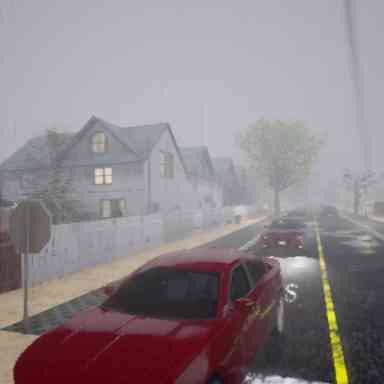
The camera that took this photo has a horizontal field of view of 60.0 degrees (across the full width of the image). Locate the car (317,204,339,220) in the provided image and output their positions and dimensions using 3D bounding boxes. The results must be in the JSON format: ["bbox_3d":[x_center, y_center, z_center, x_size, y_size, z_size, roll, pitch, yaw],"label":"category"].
[{"bbox_3d":[15.245,2.271,37.032,1.837,1.490,4.892,-2,-2,19],"label":"car"}]

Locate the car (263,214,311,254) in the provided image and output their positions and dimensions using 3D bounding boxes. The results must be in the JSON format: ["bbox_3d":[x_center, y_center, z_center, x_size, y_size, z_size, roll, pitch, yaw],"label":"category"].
[{"bbox_3d":[4.352,1.937,15.394,1.994,1.385,4.181,-2,-2,20],"label":"car"}]

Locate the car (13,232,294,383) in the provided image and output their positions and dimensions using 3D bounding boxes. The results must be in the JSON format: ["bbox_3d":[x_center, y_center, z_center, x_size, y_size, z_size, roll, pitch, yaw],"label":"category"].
[{"bbox_3d":[0.023,1.635,4.701,1.882,1.535,5.008,-2,-2,25],"label":"car"}]

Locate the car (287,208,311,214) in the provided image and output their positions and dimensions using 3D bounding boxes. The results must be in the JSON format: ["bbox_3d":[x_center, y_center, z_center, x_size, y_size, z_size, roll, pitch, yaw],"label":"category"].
[{"bbox_3d":[8.205,2.151,26.060,2.033,1.411,5.357,-2,-2,20],"label":"car"}]

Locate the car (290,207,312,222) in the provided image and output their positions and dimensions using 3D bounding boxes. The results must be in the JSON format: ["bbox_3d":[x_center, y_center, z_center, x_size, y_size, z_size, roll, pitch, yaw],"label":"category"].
[{"bbox_3d":[11.753,2.378,35.773,1.994,1.385,4.181,-2,-2,20],"label":"car"}]

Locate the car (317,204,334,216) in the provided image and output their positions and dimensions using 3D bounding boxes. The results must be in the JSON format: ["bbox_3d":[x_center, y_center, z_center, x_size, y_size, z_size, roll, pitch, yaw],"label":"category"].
[{"bbox_3d":[18.764,2.477,46.926,2.128,1.511,4.902,-2,-2,20],"label":"car"}]
